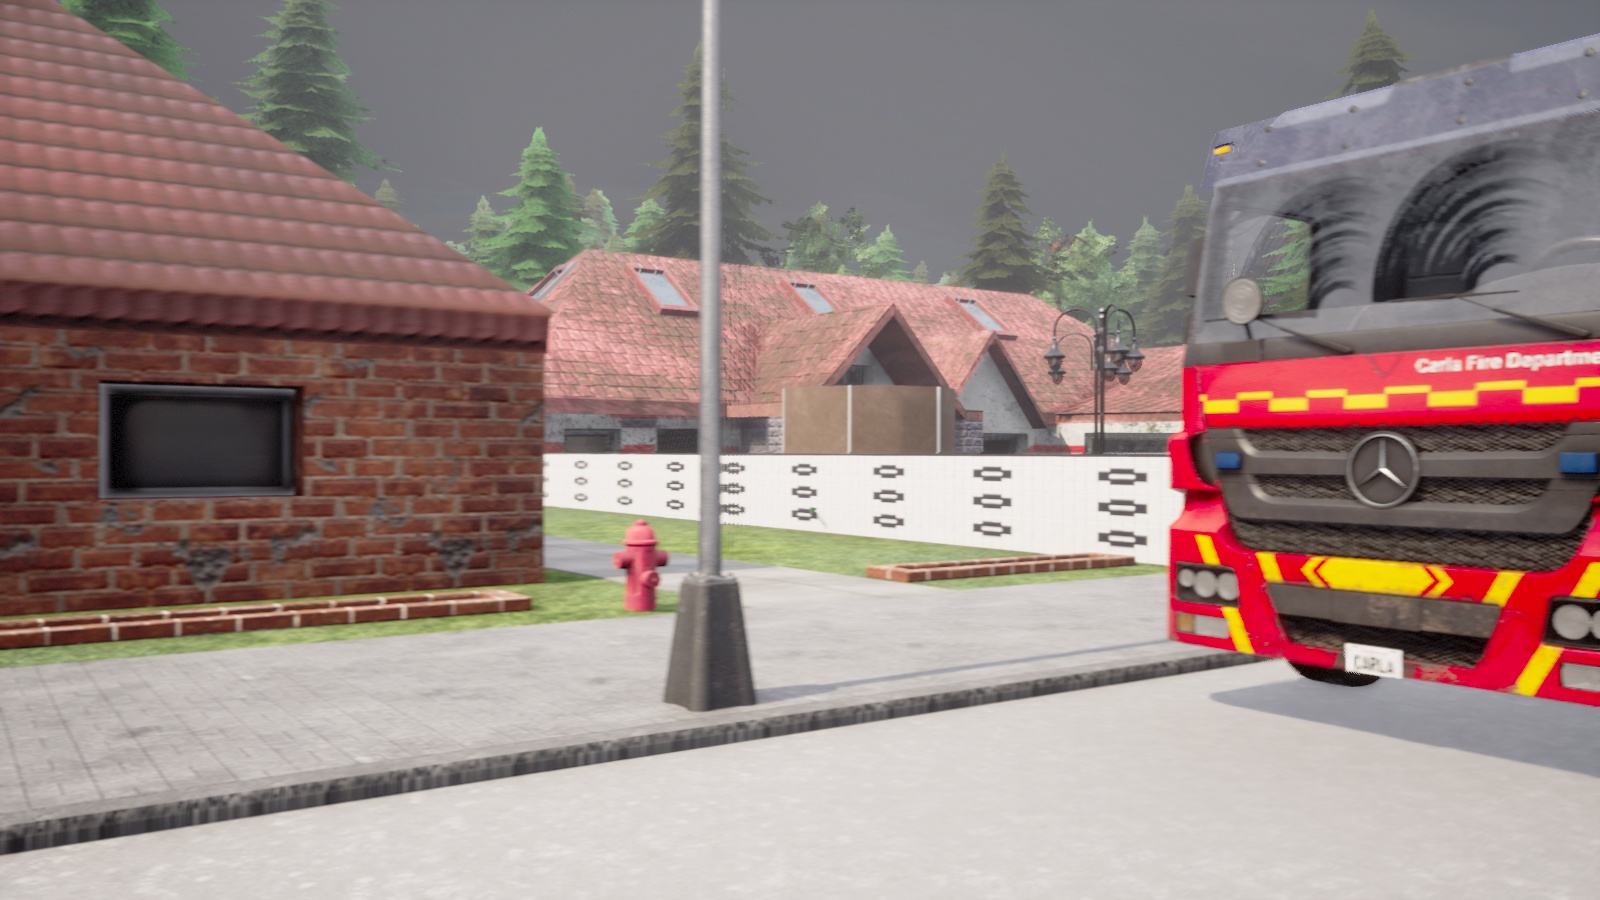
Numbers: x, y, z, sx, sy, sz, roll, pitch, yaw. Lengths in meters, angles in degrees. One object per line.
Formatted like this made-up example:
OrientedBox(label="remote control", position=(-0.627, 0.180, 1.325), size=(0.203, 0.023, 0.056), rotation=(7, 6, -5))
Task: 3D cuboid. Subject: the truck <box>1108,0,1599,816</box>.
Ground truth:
OrientedBox(label="truck", position=(6.087, -0.411, 8.510), size=(8.468, 3.827, 2.891), rotation=(0, 0, -35))
